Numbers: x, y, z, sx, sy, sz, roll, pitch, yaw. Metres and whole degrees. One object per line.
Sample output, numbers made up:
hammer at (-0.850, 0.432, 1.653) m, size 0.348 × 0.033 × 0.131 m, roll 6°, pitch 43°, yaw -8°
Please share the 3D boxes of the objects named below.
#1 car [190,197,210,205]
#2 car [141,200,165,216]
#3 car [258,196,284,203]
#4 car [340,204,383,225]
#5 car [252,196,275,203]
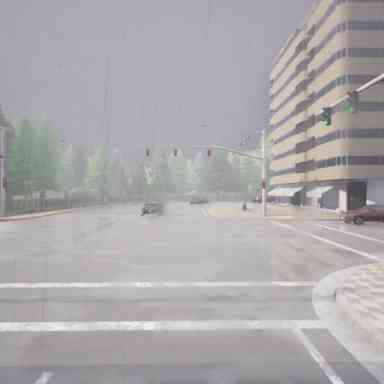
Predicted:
car at (1.467, 1.541, 58.633) m, size 2.128 × 1.511 × 4.902 m, roll 0°, pitch 0°, yaw 29°
car at (-3.736, 1.518, 32.637) m, size 2.128 × 1.511 × 4.902 m, roll 0°, pitch 0°, yaw 1°
car at (17.452, 1.602, 73.632) m, size 5.357 × 1.411 × 2.033 m, roll 0°, pitch 0°, yaw -23°
car at (13.185, 1.601, 24.067) m, size 4.674 × 1.442 × 1.812 m, roll 0°, pitch 0°, yaw -1°
car at (14.253, 1.583, 67.814) m, size 4.674 × 1.442 × 1.812 m, roll 0°, pitch 0°, yaw -34°
